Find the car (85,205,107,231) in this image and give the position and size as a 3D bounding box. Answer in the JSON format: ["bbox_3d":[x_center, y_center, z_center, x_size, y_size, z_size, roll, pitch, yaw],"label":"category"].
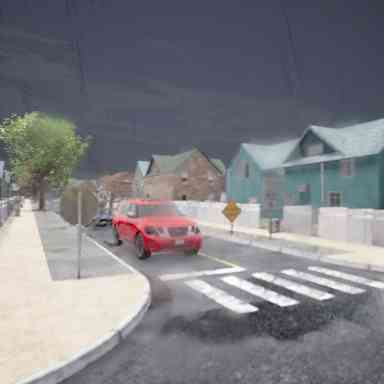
[{"bbox_3d":[-5.995,1.777,22.284,1.895,1.301,4.718,1,-1,-26],"label":"car"}]

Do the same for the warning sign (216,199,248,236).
[{"bbox_3d":[2.130,1.318,17.876,1.300,1.860,1.060,0,-2,-26],"label":"warning sign"}]

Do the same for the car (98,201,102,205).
[{"bbox_3d":[-12.430,1.862,42.004,1.882,1.535,5.008,1,-1,-25],"label":"car"}]

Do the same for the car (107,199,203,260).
[{"bbox_3d":[-1.629,1.323,13.436,2.150,2.045,5.566,1,-1,-27],"label":"car"}]
